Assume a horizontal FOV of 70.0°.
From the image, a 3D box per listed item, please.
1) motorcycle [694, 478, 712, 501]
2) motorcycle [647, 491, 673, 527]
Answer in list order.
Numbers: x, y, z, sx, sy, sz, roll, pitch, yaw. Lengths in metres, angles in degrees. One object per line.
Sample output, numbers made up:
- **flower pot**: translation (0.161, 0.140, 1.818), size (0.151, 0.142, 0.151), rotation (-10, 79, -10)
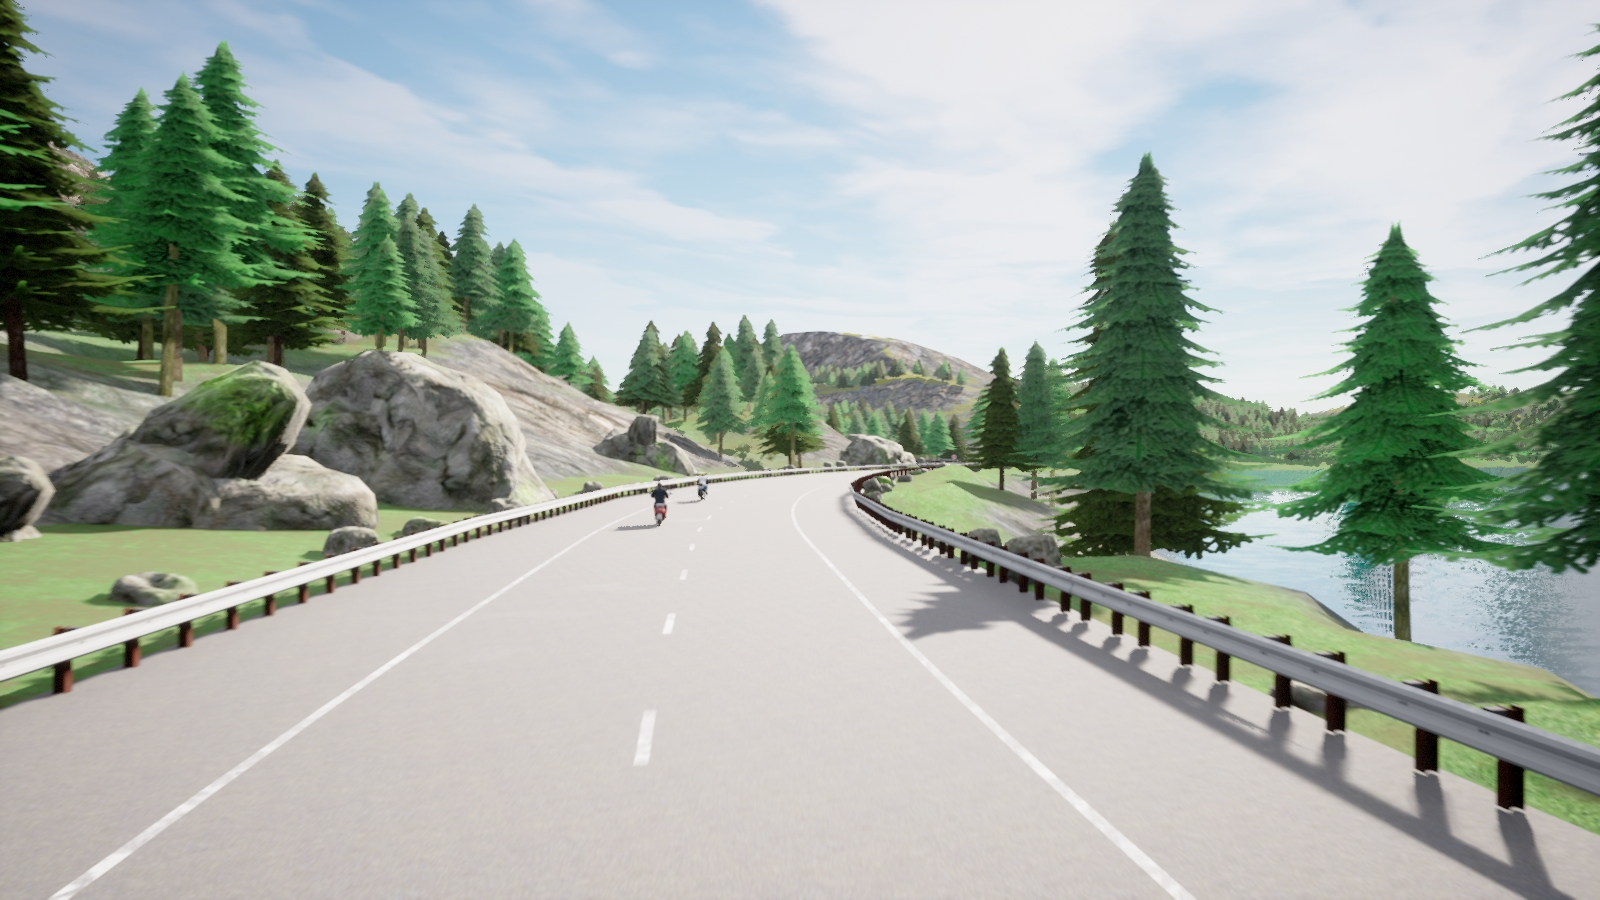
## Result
- **motorcycle**: translation (-5.330, 2.176, 62.820), size (0.803, 1.217, 2.033), rotation (0, 0, 2)
- **motorcycle**: translation (-5.211, 2.180, 42.573), size (0.856, 1.236, 1.805), rotation (0, 1, -4)
